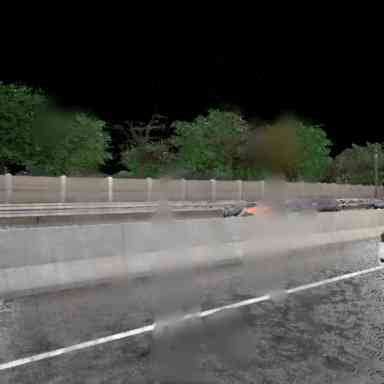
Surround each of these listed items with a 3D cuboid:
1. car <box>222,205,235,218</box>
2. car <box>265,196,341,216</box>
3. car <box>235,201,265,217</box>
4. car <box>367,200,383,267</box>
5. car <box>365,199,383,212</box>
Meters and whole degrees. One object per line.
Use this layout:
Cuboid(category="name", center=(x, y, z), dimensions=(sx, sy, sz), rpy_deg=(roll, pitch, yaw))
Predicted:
Cuboid(category="car", center=(4.792, 1.572, 28.844), dimensions=(4.892, 1.490, 1.837), rpy_deg=(0, 0, -35))
Cuboid(category="car", center=(7.806, 1.284, 22.408), dimensions=(5.566, 2.045, 2.150), rpy_deg=(0, 0, -35))
Cuboid(category="car", center=(5.862, 1.416, 25.316), dimensions=(4.553, 1.767, 2.097), rpy_deg=(0, 0, -35))
Cuboid(category="car", center=(7.168, 1.259, 8.842), dimensions=(5.566, 2.045, 2.150), rpy_deg=(0, 0, -35))
Cuboid(category="car", center=(24.703, 1.699, 42.783), dimensions=(5.357, 1.411, 2.033), rpy_deg=(0, 0, -34))
